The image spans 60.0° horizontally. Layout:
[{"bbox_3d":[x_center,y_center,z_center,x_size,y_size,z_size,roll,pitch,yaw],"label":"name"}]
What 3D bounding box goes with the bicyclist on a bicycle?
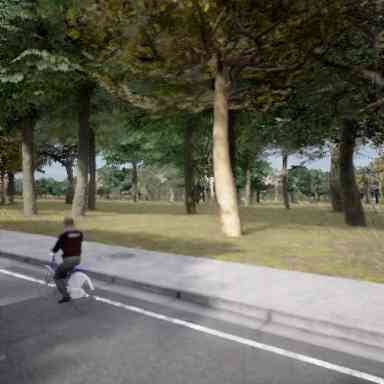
[{"bbox_3d":[-2.515,1.353,6.452,1.843,1.776,0.659,0,0,36],"label":"bicyclist on a bicycle"}]
